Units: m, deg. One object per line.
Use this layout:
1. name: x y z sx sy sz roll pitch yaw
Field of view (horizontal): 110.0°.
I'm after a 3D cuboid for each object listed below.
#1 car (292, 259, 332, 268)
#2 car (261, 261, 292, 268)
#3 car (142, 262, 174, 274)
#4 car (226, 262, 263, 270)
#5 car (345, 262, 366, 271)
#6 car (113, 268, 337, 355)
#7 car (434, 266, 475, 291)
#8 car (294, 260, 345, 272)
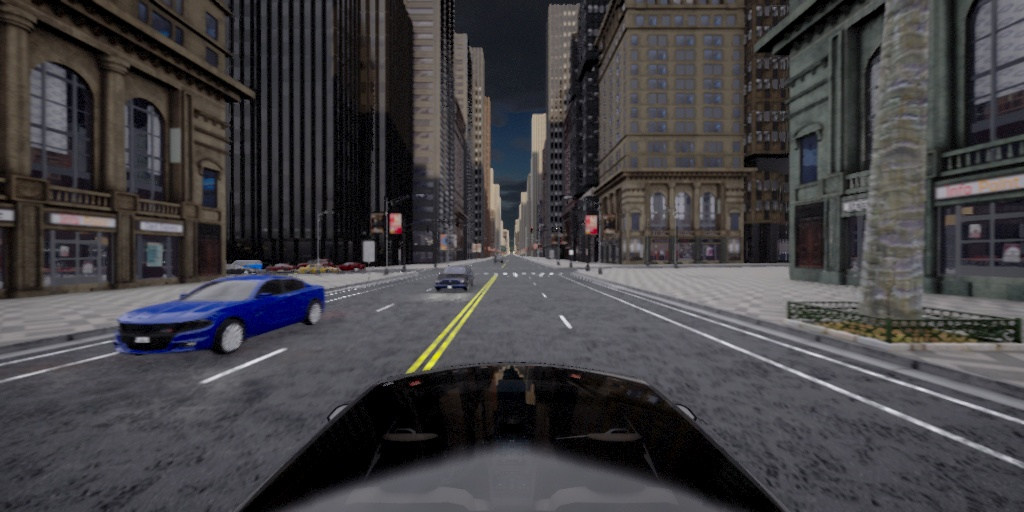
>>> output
1. car: -29.067 1.389 53.111 5.009 1.841 2.192 0 0 0
2. car: -34.154 1.725 53.127 4.207 1.307 1.802 0 0 0
3. car: -43.551 1.625 44.607 5.009 1.841 2.192 0 0 0
4. car: -33.780 1.729 44.587 4.403 1.370 2.007 0 0 0
5. car: -23.980 1.551 53.094 4.507 1.381 1.888 0 0 0
6. car: -6.602 1.225 8.901 1.882 1.535 5.008 0 0 0
7. car: -3.346 1.288 21.902 2.033 1.411 5.357 0 0 0
8. car: -23.838 1.571 44.566 4.829 1.417 1.751 0 0 0
